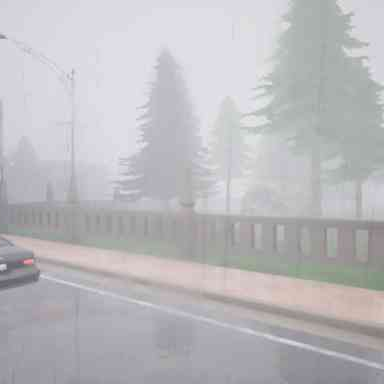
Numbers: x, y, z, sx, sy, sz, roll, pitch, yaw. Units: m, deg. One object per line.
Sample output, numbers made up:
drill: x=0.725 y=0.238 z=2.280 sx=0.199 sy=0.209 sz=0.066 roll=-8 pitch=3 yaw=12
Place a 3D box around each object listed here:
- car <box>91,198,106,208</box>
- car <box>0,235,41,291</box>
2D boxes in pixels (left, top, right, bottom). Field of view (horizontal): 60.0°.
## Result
car: x=-11.286 y=1.514 z=42.429 sx=1.837 sy=1.490 sz=4.892 roll=0 pitch=0 yaw=36
car: x=-5.838 y=1.550 z=8.090 sx=5.357 sy=1.411 sz=2.033 roll=0 pitch=0 yaw=36
